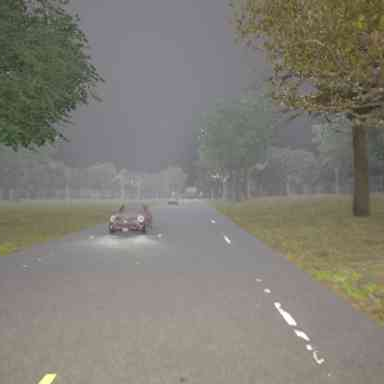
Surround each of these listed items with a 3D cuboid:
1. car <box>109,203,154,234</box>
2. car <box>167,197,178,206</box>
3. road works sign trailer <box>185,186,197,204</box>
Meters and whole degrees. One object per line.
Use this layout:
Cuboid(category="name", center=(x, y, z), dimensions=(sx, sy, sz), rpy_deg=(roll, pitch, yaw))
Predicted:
Cuboid(category="car", center=(-3.601, 1.479, 20.314), dimensions=(2.097, 1.767, 4.553), rpy_deg=(0, 0, 0))
Cuboid(category="car", center=(-3.543, 1.692, 61.668), dimensions=(1.882, 1.535, 5.008), rpy_deg=(0, 0, 1))
Cuboid(category="road works sign trailer", center=(-0.094, 0.639, 69.747), dimensions=(2.380, 3.560, 2.880), rpy_deg=(-3, -1, -1))
